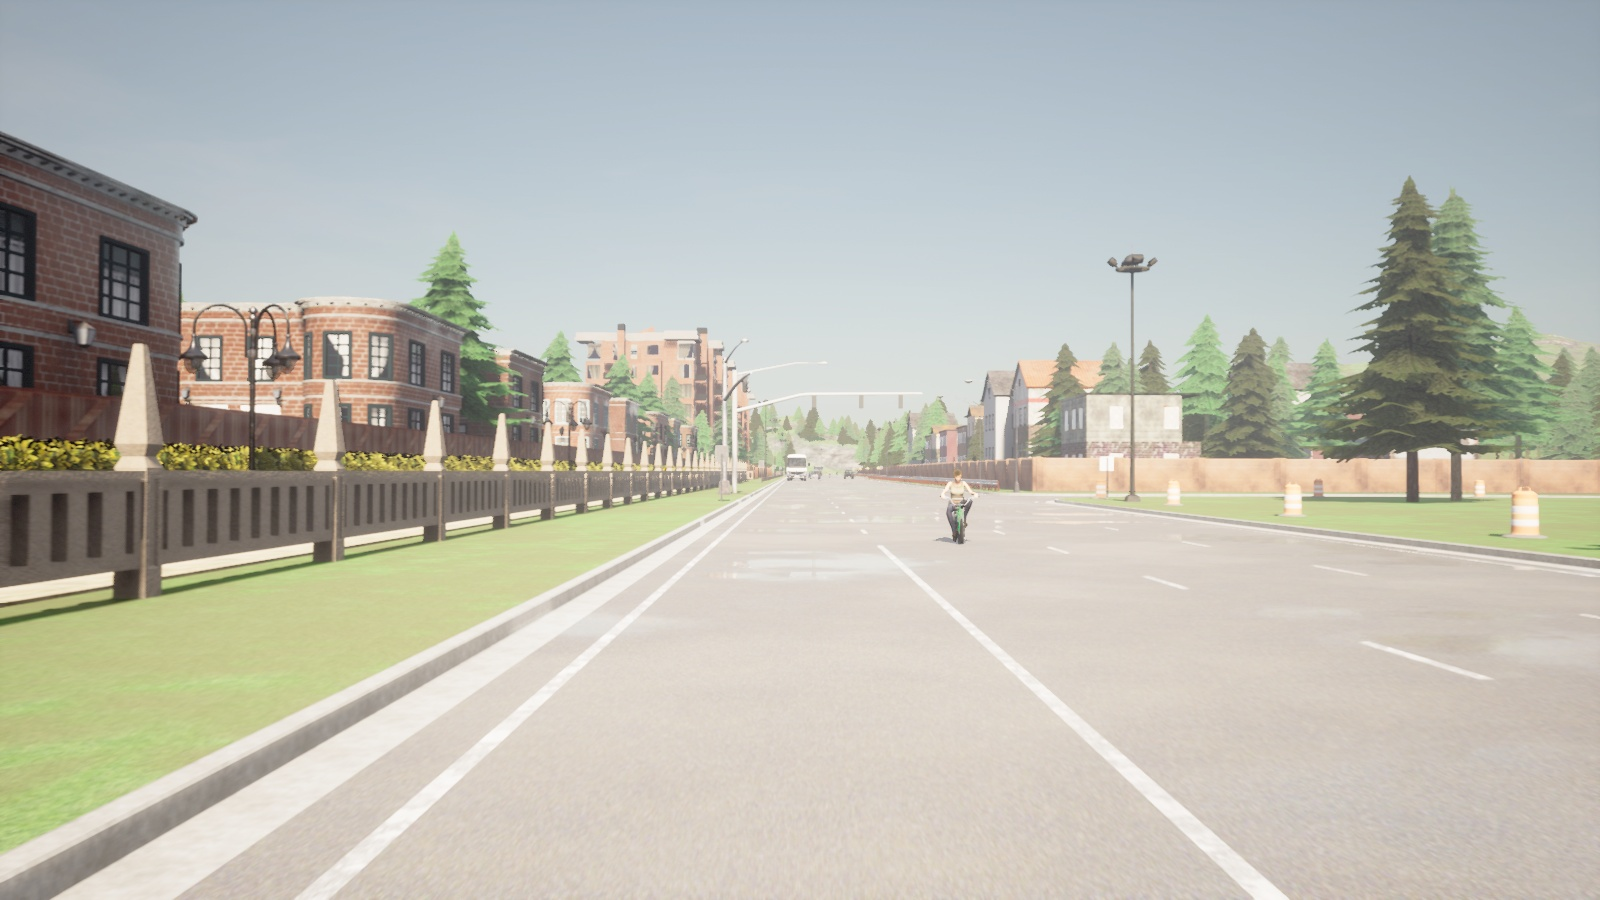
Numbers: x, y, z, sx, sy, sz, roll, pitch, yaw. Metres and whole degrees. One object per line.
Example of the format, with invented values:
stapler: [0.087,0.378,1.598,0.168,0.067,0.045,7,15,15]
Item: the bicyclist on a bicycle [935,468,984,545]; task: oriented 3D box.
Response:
bicyclist on a bicycle: [3.438,1.192,27.166,0.866,1.612,1.509,0,-1,0]
